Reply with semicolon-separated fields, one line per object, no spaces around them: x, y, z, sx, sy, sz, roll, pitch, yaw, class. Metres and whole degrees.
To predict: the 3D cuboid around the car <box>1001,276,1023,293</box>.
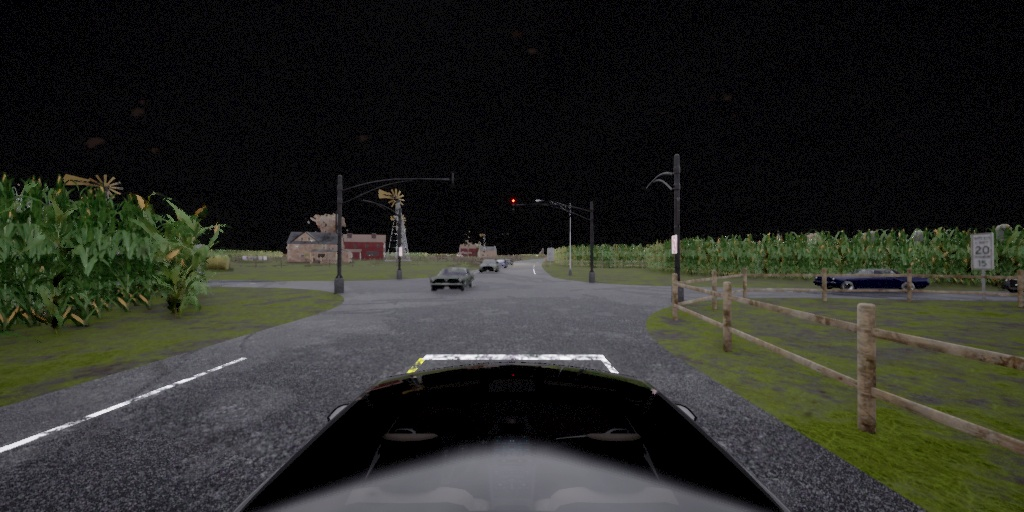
29.348;1.377;19.058;4.181;1.385;1.994;0;-1;10;car

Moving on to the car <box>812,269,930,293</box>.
20.380;1.400;20.606;4.718;1.301;1.895;0;-1;9;car

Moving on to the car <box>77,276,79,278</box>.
-34.006;1.292;26.943;4.718;1.301;1.895;0;-1;9;car

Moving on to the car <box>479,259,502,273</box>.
-2.655;1.096;42.487;2.097;1.767;4.553;0;0;2;car

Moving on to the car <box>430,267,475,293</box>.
-3.375;1.350;20.904;1.895;1.301;4.718;0;0;1;car

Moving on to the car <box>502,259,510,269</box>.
-1.862;1.259;57.736;1.812;1.442;4.674;0;0;4;car

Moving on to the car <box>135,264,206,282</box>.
-24.191;1.194;25.293;4.902;1.511;2.128;0;-1;9;car
